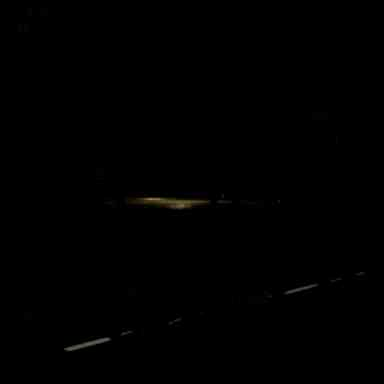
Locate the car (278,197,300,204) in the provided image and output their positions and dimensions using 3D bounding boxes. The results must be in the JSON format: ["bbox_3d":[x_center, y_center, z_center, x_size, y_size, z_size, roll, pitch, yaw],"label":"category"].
[{"bbox_3d":[20.544,1.778,70.370,1.837,1.490,4.892,1,-1,-33],"label":"car"}]

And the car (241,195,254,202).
[{"bbox_3d":[13.049,1.592,81.860,2.097,1.767,4.553,1,-1,-33],"label":"car"}]
